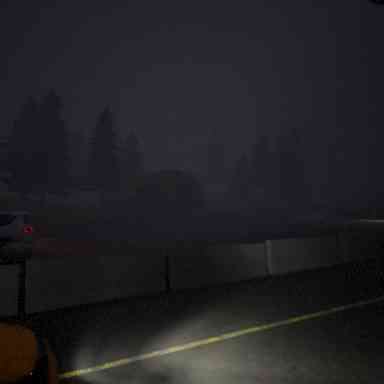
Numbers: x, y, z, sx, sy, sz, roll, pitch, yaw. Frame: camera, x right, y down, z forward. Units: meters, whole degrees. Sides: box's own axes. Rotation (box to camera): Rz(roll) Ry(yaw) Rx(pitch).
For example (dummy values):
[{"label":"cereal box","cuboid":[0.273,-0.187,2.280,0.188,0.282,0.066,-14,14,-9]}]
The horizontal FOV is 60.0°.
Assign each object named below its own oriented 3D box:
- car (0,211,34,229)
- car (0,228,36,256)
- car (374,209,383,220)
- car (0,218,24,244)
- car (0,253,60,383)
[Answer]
[{"label":"car","cuboid":[-9.701,1.871,14.142,5.566,2.045,2.150,0,-2,-28]},{"label":"car","cuboid":[-7.936,2.118,11.104,4.718,1.301,1.895,0,-2,-28]},{"label":"car","cuboid":[24.211,2.614,40.373,4.892,1.490,1.837,1,-2,-28]},{"label":"car","cuboid":[-13.037,2.418,20.278,4.892,1.490,1.837,0,-2,-28]},{"label":"car","cuboid":[-3.886,1.612,2.451,5.366,1.575,1.801,0,-2,-28]}]
